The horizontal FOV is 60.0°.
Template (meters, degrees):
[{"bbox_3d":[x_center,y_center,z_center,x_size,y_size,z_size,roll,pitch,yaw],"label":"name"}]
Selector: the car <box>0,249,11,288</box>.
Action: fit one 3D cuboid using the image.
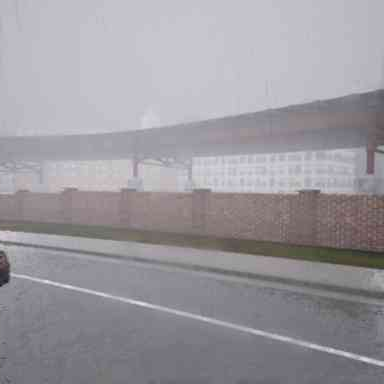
[{"bbox_3d":[-6.037,1.516,7.551,4.674,1.442,1.812,0,0,31],"label":"car"}]
